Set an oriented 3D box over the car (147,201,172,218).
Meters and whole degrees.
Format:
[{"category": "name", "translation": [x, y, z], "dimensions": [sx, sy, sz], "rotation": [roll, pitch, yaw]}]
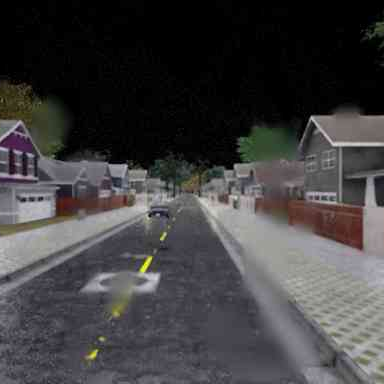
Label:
[{"category": "car", "translation": [-2.858, 1.517, 30.433], "dimensions": [2.033, 1.411, 5.357], "rotation": [0, 0, 0]}]
